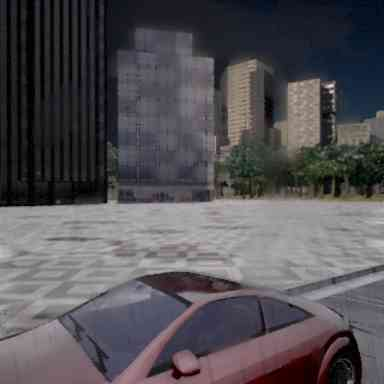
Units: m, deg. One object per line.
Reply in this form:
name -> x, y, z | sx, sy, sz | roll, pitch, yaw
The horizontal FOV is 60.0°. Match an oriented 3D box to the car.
car -> -0.218, 1.567, 3.225 | 4.181, 1.385, 1.994 | 0, 0, -36
